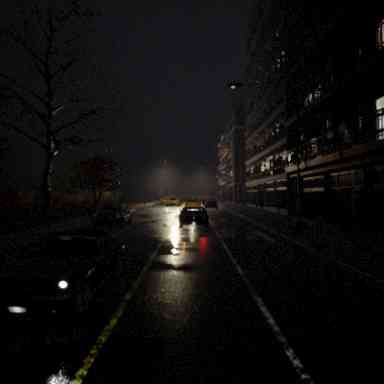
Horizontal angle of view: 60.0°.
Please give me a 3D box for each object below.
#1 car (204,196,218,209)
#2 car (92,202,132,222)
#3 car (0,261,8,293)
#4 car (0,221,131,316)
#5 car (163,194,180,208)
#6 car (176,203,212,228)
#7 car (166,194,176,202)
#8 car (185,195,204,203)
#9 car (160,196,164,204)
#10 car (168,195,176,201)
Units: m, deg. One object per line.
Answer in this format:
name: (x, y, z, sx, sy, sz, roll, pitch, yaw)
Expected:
car: (2.589, 1.628, 44.806, 1.802, 1.307, 4.206, 1, 0, 0)
car: (-5.297, 1.463, 22.358, 1.967, 1.590, 4.097, 1, 0, 0)
car: (-5.305, 1.588, 5.749, 1.802, 1.307, 4.206, 1, 0, 0)
car: (-2.849, 1.608, 7.620, 1.895, 1.301, 4.718, 0, 0, 0)
car: (-2.813, 1.528, 49.791, 1.882, 1.535, 5.008, 0, 0, 0)
car: (0.108, 1.624, 22.591, 1.895, 1.301, 4.718, 0, 0, 0)
car: (-5.275, 1.401, 83.257, 2.192, 1.841, 5.009, 1, 0, 0)
car: (0.115, 1.519, 40.874, 1.882, 1.535, 5.008, 0, 0, 0)
car: (-5.282, 1.509, 66.648, 1.967, 1.590, 4.097, 1, 0, 0)
car: (-5.276, 1.643, 88.793, 2.008, 1.369, 4.403, 1, 0, 0)
